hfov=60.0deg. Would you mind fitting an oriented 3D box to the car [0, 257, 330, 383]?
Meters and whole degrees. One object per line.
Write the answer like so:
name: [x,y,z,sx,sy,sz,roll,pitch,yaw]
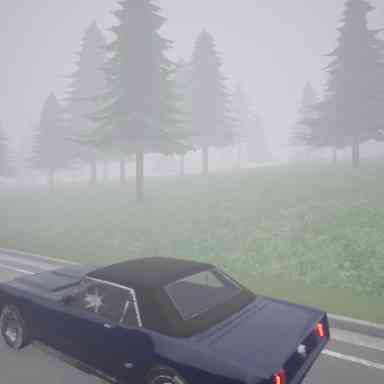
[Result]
car: [-0.794,1.601,4.560,4.718,1.301,1.895,0,0,36]
